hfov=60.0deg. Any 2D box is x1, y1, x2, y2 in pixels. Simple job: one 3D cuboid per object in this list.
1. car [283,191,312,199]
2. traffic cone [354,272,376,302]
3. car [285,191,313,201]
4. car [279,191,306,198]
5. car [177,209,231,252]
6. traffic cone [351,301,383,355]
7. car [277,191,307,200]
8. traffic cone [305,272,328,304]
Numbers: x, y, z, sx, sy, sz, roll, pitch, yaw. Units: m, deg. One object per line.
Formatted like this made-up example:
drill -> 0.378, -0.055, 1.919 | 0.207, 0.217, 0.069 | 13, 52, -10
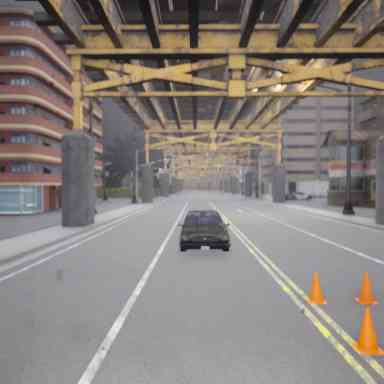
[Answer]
car -> 17.876, 0.547, 56.323 | 4.536, 1.218, 1.853 | 0, 1, -19
traffic cone -> 3.502, 1.913, 6.678 | 0.340, 0.580, 0.340 | 0, 0, 1
car -> 17.827, 0.705, 56.308 | 4.974, 1.542, 2.038 | 0, 1, -19
car -> 18.249, 0.478, 60.437 | 4.536, 1.218, 1.853 | 0, 1, 26
car -> 0.470, 1.444, 13.713 | 2.033, 1.411, 5.357 | 0, 1, 1
traffic cone -> 2.479, 1.926, 4.689 | 0.340, 0.580, 0.340 | 0, 0, 1
car -> 18.202, 0.635, 60.462 | 4.974, 1.542, 2.038 | 0, 1, 26
traffic cone -> 2.502, 1.913, 6.689 | 0.340, 0.580, 0.340 | 0, 0, 1
